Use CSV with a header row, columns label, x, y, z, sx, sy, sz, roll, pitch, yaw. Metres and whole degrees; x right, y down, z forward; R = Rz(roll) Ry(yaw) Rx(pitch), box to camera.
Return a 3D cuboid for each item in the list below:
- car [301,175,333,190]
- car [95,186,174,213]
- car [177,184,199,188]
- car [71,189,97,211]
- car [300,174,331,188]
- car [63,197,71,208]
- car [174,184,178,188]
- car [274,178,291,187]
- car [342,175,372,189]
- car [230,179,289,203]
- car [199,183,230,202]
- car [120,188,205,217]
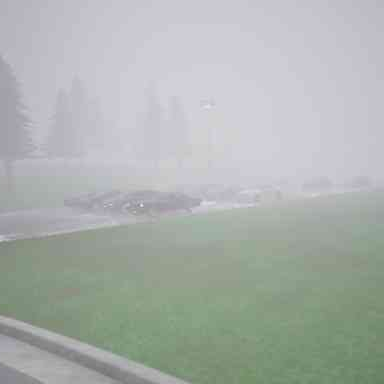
label,x,y,z,sx,sy,sz,roll,pitch,yaw
car,15.119,-1.070,40.158,5.008,1.535,1.882,-5,4,-41
car,-3.937,0.574,23.418,4.892,1.490,1.837,-5,4,-41
car,1.299,-0.090,32.686,4.892,1.490,1.837,-7,5,-41
car,-6.390,0.540,25.920,5.008,1.535,1.882,-5,4,-41
car,17.349,-1.599,46.725,4.553,1.767,2.097,-5,4,-41
car,-8.521,0.506,28.701,5.008,1.535,1.882,-5,4,-41
car,-1.143,-0.095,35.196,4.892,1.490,1.837,-5,4,-41
car,11.940,-1.200,46.671,4.892,1.490,1.837,-4,3,-41
car,19.530,-1.213,39.355,4.902,1.511,2.128,-5,3,-41
car,5.575,0.003,27.130,4.674,1.442,1.812,-6,4,-41
car,3.048,0.040,29.562,4.181,1.385,1.994,-5,4,-41
car,-1.710,0.696,20.719,4.718,1.301,1.895,-5,4,-41
